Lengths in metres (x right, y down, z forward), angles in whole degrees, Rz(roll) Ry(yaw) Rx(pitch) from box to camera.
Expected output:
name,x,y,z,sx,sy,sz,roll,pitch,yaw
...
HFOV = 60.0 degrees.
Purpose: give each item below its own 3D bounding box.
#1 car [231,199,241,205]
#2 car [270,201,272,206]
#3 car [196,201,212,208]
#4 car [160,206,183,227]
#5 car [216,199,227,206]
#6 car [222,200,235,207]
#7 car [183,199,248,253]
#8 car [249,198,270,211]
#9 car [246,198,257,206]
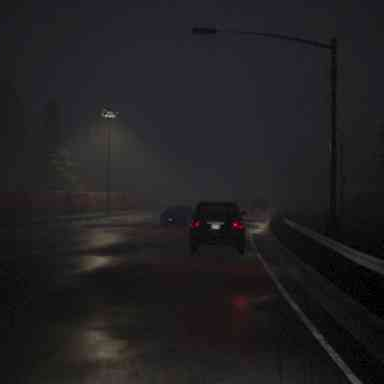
name,x,y,z,sx,sy,sz,roll,pitch,yaw
car,10.375,2.375,78.375,1.812,1.442,4.674,0,-1,16
car,17.545,2.568,78.027,1.812,1.442,4.674,0,-1,16
car,2.278,2.321,62.032,1.895,1.301,4.718,0,-1,16
car,-0.800,1.753,25.002,1.882,1.535,5.008,0,-1,16
car,7.227,2.495,80.115,1.812,1.442,4.674,0,-1,16
car,7.571,2.340,68.339,1.837,1.490,4.892,0,-1,16
car,1.219,1.400,14.757,2.150,2.045,5.566,0,-1,8
car,11.060,1.940,54.434,2.150,2.045,5.566,0,0,16
car,14.074,2.373,78.605,2.097,1.767,4.553,0,-1,16
